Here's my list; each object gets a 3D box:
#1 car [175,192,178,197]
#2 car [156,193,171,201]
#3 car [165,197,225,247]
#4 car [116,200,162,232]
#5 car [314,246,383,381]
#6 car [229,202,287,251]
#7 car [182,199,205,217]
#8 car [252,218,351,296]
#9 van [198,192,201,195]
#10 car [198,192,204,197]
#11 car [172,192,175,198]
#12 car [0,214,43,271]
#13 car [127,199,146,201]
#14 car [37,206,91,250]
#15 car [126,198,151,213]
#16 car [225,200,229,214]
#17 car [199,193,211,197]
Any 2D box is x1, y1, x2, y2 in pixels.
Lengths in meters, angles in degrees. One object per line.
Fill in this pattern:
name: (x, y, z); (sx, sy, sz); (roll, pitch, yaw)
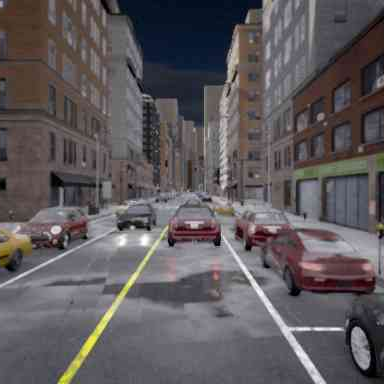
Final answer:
car: (-5.658, 1.091, 90.167); (1.967, 1.590, 4.097); (0, 0, 0)
car: (-5.662, 1.065, 62.660); (2.192, 1.841, 5.009); (0, 0, 0)
car: (0.101, 1.288, 14.721); (2.097, 1.767, 4.553); (0, 0, 0)
car: (-3.098, 1.461, 19.948); (2.033, 1.411, 5.357); (0, 0, 0)
car: (2.857, 1.538, 2.732); (2.008, 1.369, 4.403); (0, 0, 0)
car: (2.858, 1.380, 13.783); (1.967, 1.590, 4.097); (0, 0, 0)
car: (0.102, 1.433, 30.747); (1.994, 1.385, 4.181); (0, 0, 0)
car: (2.857, 1.545, 8.257); (1.802, 1.307, 4.206); (0, 0, 0)
van: (2.866, 1.031, 79.163); (1.690, 1.788, 3.998); (0, 0, 0)
car: (2.865, 1.296, 68.161); (1.947, 1.339, 4.313); (0, 0, 0)
car: (-5.659, 1.130, 79.164); (1.967, 1.590, 4.097); (0, 0, 0)
car: (-5.668, 1.489, 8.089); (1.752, 1.417, 4.829); (0, 0, 0)
car: (-5.665, 1.397, 30.192); (1.752, 1.417, 4.829); (0, 0, 0)
car: (-5.668, 1.380, 13.784); (1.967, 1.590, 4.097); (0, 0, 0)
car: (-5.664, 1.400, 35.887); (2.008, 1.369, 4.403); (0, 0, 0)
car: (2.860, 1.396, 30.530); (1.752, 1.417, 4.829); (0, 0, 0)
car: (2.864, 1.294, 62.659); (1.887, 1.381, 4.507); (0, 0, 0)
